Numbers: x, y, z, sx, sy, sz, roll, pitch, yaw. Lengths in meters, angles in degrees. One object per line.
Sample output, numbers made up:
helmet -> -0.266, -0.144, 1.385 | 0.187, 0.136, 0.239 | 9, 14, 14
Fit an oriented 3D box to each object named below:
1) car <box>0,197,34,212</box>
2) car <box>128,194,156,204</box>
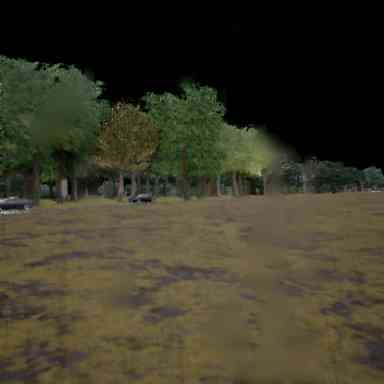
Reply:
car -> -19.537, 1.370, 35.547 | 1.837, 1.490, 4.892 | -3, 0, 35
car -> -7.812, 1.034, 51.962 | 1.882, 1.535, 5.008 | -3, -1, 36
